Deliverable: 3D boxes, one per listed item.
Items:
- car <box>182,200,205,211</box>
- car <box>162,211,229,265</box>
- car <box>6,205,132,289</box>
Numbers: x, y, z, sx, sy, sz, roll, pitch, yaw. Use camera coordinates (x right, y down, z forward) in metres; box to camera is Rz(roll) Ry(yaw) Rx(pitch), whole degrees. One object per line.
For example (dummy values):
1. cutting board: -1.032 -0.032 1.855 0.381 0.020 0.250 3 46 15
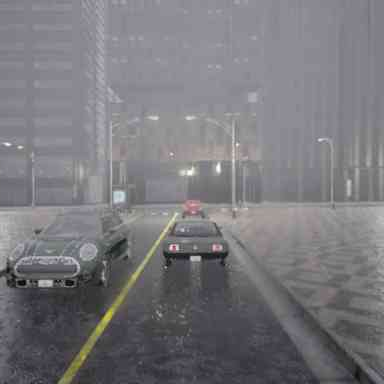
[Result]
1. car: 0.142 1.432 28.504 1.812 1.442 4.674 0 0 1
2. car: 0.106 1.563 11.465 1.895 1.301 4.718 0 0 0
3. car: -3.070 1.321 9.232 2.097 1.767 4.553 0 0 0
